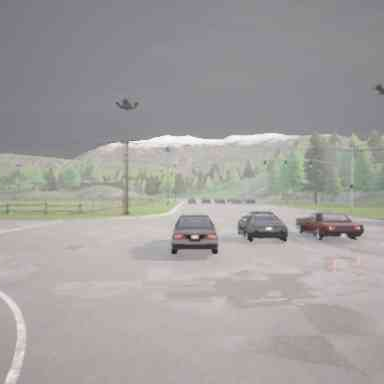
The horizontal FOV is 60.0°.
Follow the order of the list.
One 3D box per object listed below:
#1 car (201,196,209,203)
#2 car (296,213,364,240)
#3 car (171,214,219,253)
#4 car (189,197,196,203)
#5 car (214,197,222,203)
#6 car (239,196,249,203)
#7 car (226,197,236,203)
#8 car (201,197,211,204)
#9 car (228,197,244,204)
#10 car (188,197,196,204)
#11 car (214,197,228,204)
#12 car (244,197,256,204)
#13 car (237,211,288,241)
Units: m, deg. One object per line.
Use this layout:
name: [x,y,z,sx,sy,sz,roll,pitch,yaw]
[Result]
car: [3.511,2.015,90.244,2.097,1.767,4.553,0,0,0]
car: [7.102,1.742,17.772,1.895,1.301,4.718,0,0,0]
car: [0.103,1.661,14.258,2.033,1.411,5.357,0,0,0]
car: [0.011,2.160,90.273,1.837,1.490,4.892,0,0,0]
car: [7.011,2.135,90.272,1.882,1.535,5.008,0,0,0]
car: [14.011,2.009,90.242,2.097,1.767,4.553,0,0,0]
car: [10.511,2.194,90.271,2.033,1.411,5.357,0,0,0]
car: [3.510,2.107,79.793,1.882,1.535,5.008,0,0,0]
car: [10.510,2.168,79.729,2.033,1.411,5.357,0,0,0]
car: [0.010,2.155,79.872,2.128,1.511,4.902,0,0,0]
car: [7.010,2.156,80.136,1.812,1.442,4.674,0,0,0]
car: [14.010,2.108,80.000,1.882,1.535,5.008,0,0,0]
car: [3.601,1.703,17.545,1.994,1.385,4.181,0,0,0]
